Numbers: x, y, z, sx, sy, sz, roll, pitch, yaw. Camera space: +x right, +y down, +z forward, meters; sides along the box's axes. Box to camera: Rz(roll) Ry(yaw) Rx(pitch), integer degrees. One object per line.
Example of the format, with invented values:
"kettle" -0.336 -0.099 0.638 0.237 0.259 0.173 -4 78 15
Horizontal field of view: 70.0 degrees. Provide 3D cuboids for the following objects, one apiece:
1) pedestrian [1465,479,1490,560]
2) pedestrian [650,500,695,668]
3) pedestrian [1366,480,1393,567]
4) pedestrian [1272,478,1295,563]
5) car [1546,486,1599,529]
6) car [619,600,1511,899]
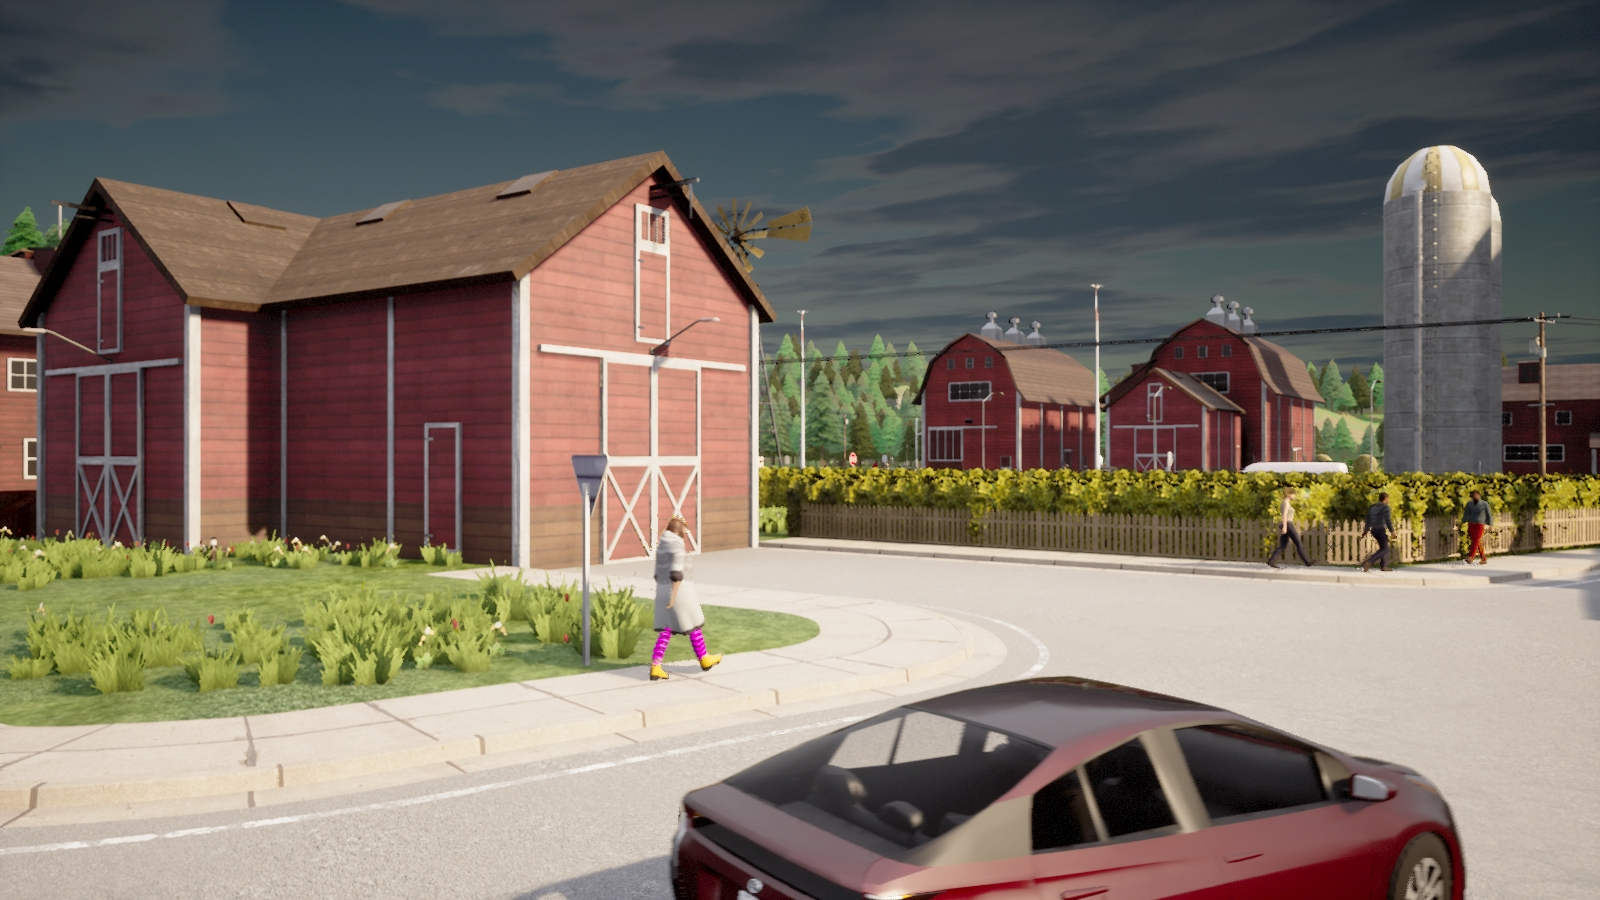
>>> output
"pedestrian" 15.838 1.624 26.697 0.375 1.860 0.375 0 0 -33
"pedestrian" -1.458 1.509 13.060 0.375 1.860 0.375 0 0 -41
"pedestrian" 12.635 1.588 24.896 0.375 1.860 0.375 0 0 -9
"pedestrian" 10.611 1.540 25.082 0.375 1.860 0.375 0 0 10
"car" 30.717 2.168 42.557 4.902 1.511 2.128 0 0 33
"car" 1.565 1.845 5.915 4.514 1.525 2.007 -1 1 -35
